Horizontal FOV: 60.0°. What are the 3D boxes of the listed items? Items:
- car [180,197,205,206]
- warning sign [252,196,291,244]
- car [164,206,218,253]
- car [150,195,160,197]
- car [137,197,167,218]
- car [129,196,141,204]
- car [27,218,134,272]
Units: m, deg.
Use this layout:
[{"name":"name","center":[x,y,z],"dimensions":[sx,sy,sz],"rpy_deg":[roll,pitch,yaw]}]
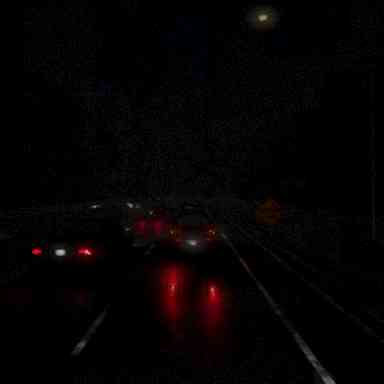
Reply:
[{"name":"car","center":[0.049,1.410,27.851],"dimensions":[2.128,1.511,4.902],"rpy_deg":[0,0,0]},{"name":"warning sign","center":[3.209,1.097,13.551],"dimensions":[1.300,1.860,1.060],"rpy_deg":[-1,-1,0]},{"name":"car","center":[0.051,1.506,13.503],"dimensions":[1.812,1.442,4.674],"rpy_deg":[0,0,0]},{"name":"car","center":[-6.545,1.237,58.543],"dimensions":[2.097,1.767,4.553],"rpy_deg":[0,0,0]},{"name":"car","center":[-3.196,1.440,28.577],"dimensions":[1.812,1.442,4.674],"rpy_deg":[0,0,0]},{"name":"car","center":[-9.792,1.448,58.469],"dimensions":[1.994,1.385,4.181],"rpy_deg":[0,0,1]},{"name":"car","center":[-3.226,1.536,10.734],"dimensions":[2.033,1.411,5.357],"rpy_deg":[0,0,1]}]
